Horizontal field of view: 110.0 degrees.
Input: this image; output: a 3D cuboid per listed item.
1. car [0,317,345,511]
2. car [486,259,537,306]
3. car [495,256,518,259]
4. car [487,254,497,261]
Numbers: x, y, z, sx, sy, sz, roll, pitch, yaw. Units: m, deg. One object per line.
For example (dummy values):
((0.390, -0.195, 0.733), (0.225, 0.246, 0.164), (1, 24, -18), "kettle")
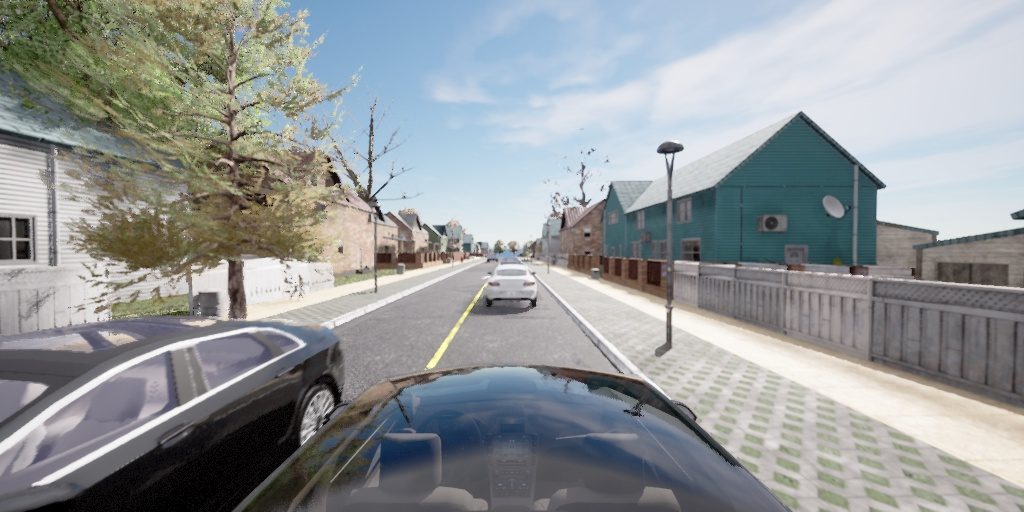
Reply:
((-2.751, 1.240, 2.042), (2.128, 1.511, 4.902), (0, 1, 0), "car")
((-0.013, 1.043, 14.214), (1.812, 1.442, 4.674), (0, 1, 0), "car")
((-0.156, 0.759, 32.290), (2.033, 1.411, 5.357), (0, 1, 0), "car")
((-3.226, 0.369, 61.052), (2.033, 1.411, 5.357), (0, 1, 0), "car")
